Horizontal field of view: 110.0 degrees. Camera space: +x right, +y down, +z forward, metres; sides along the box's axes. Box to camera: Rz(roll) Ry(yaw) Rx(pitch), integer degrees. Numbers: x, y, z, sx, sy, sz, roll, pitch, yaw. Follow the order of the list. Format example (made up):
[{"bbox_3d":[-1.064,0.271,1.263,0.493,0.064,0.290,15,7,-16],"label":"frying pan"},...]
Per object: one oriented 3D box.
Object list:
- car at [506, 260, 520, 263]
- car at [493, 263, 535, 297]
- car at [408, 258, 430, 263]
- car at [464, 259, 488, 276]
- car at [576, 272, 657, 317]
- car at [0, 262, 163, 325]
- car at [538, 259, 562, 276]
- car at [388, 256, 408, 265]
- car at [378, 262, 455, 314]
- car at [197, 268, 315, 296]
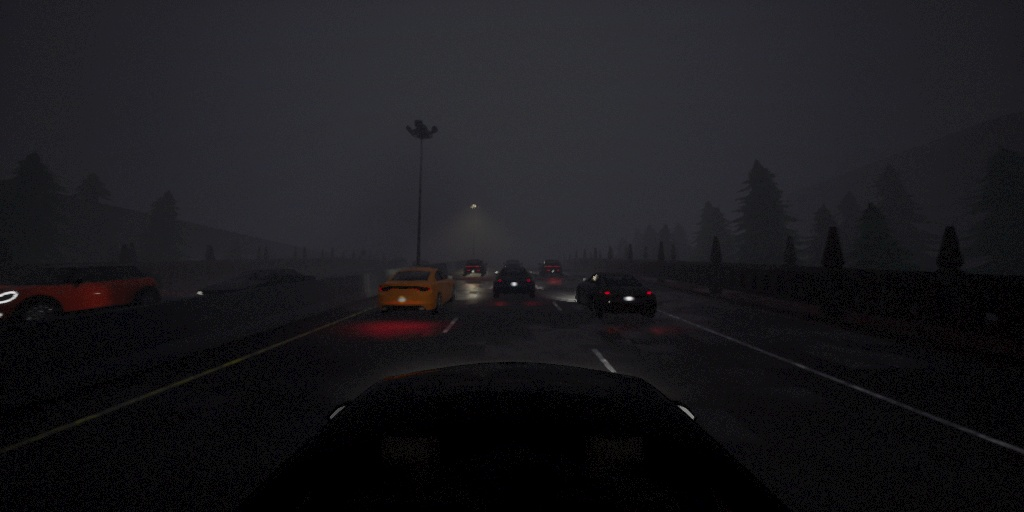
[{"bbox_3d":[0.100,1.068,35.079,1.812,1.442,4.674,0,0,0],"label":"car"},{"bbox_3d":[0.100,1.231,18.237,1.994,1.385,4.181,0,0,0],"label":"car"},{"bbox_3d":[-14.000,1.072,55.673,2.128,1.511,4.902,0,-1,0],"label":"car"},{"bbox_3d":[-3.400,1.056,33.877,1.837,1.490,4.892,0,1,0],"label":"car"},{"bbox_3d":[3.600,1.270,13.025,1.994,1.385,4.181,0,0,0],"label":"car"},{"bbox_3d":[-14.100,1.072,11.308,2.097,1.767,4.553,0,0,0],"label":"car"},{"bbox_3d":[3.600,1.056,33.856,1.837,1.490,4.892,0,1,0],"label":"car"},{"bbox_3d":[-17.500,0.702,55.709,2.033,1.411,5.357,0,-2,0],"label":"car"},{"bbox_3d":[-3.400,1.180,13.564,1.882,1.535,5.008,0,0,0],"label":"car"},{"bbox_3d":[-10.600,1.236,15.502,2.033,1.411,5.357,0,0,0],"label":"car"}]
